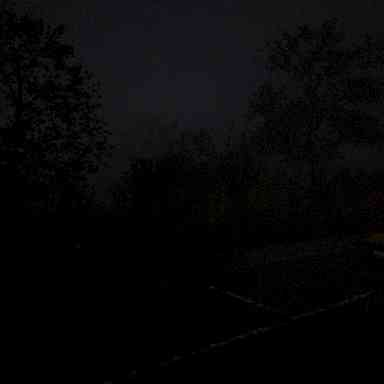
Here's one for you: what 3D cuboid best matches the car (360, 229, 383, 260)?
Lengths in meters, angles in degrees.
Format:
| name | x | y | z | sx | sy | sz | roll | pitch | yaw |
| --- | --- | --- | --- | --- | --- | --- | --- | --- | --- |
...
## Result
| name | x | y | z | sx | sy | sz | roll | pitch | yaw |
| --- | --- | --- | --- | --- | --- | --- | --- | --- | --- |
| car | 7.660 | 1.580 | 11.546 | 4.829 | 1.417 | 1.752 | 0 | 1 | -35 |
